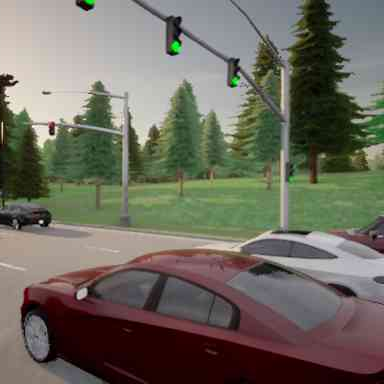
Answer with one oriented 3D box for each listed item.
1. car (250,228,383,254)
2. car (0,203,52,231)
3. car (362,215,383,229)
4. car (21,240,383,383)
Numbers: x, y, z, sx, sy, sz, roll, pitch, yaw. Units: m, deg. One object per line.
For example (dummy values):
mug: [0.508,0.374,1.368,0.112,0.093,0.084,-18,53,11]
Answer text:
car: [1.878,1.514,6.955,4.674,1.442,1.812,0,0,36]
car: [-10.417,1.406,20.029,4.892,1.490,1.837,0,0,36]
car: [5.396,1.349,8.742,4.553,1.767,2.097,0,0,36]
car: [-0.162,1.466,4.109,5.008,1.535,1.882,0,0,36]
